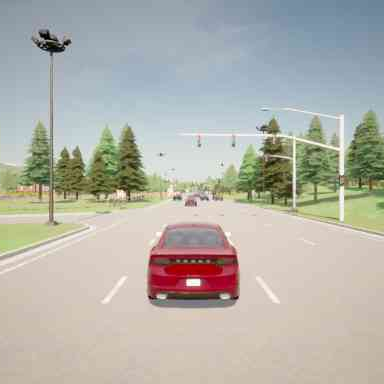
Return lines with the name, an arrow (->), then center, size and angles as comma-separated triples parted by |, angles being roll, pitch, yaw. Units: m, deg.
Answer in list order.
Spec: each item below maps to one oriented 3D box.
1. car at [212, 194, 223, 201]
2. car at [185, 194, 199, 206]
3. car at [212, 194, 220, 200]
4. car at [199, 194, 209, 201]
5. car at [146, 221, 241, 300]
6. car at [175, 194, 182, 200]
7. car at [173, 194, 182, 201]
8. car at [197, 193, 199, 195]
car -> 6.755, 1.516, 83.695 | 2.128, 1.511, 4.902 | 0, 0, 0
car -> -0.155, 1.525, 53.062 | 1.812, 1.442, 4.674 | 0, 0, 0
car -> 6.724, 1.372, 94.115 | 2.033, 1.411, 5.357 | 0, 0, 0
car -> 3.254, 1.516, 84.101 | 1.812, 1.442, 4.674 | 0, 0, 0
car -> 0.038, 1.478, 8.459 | 1.882, 1.535, 5.008 | 0, 0, 0
car -> -3.776, 1.310, 94.084 | 1.882, 1.535, 5.008 | 0, 0, 0
car -> -3.745, 1.469, 83.664 | 1.882, 1.535, 5.008 | 0, 0, 0
car -> 3.224, 1.357, 94.105 | 2.128, 1.511, 4.902 | 0, 0, 0
